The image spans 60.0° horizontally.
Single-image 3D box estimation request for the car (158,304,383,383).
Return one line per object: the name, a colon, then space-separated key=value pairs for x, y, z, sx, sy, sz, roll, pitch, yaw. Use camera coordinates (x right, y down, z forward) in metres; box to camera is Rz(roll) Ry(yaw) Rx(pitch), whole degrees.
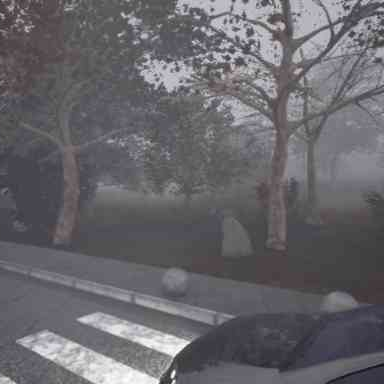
car: x=1.714 y=1.563 z=2.339 sx=4.181 sy=1.385 sz=1.994 roll=0 pitch=0 yaw=36
